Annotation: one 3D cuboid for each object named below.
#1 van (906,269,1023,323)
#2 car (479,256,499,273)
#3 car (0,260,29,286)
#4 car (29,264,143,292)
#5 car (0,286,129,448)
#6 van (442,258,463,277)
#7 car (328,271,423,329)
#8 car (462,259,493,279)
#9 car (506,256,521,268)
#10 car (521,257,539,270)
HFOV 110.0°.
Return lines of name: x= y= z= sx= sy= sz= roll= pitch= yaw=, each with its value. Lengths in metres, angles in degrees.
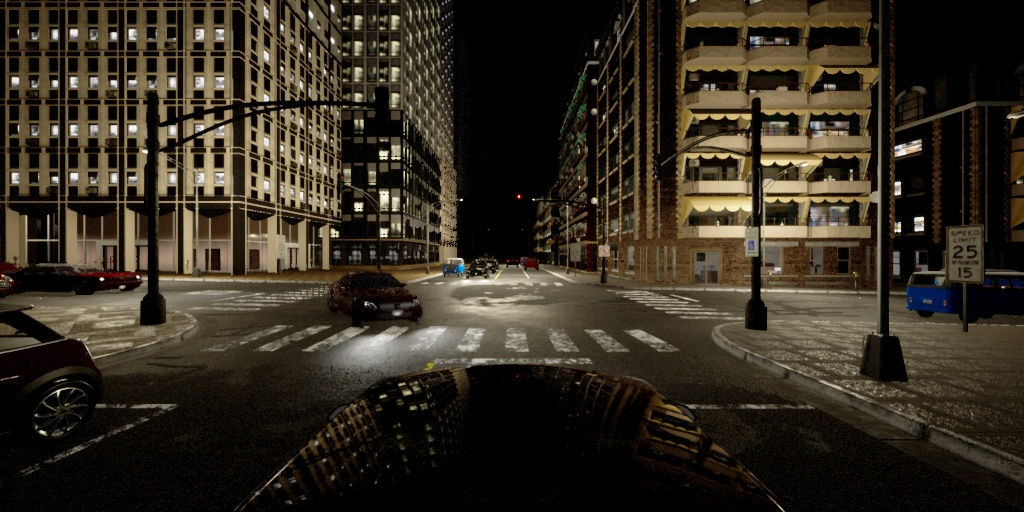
van: x=16.926 y=1.453 z=13.013 sx=3.998 sy=1.789 sz=1.690 roll=0 pitch=0 yaw=0
car: x=-3.044 y=0.981 z=42.878 sx=2.150 sy=2.045 sz=5.566 roll=0 pitch=0 yaw=1
car: x=-21.133 y=0.818 z=13.109 sx=4.097 sy=1.591 sz=1.967 roll=0 pitch=0 yaw=0
car: x=-19.279 y=1.011 z=15.700 sx=4.718 sy=1.301 sz=1.895 roll=1 pitch=0 yaw=0
car: x=-5.689 y=1.190 z=2.323 sx=1.967 sy=1.591 sz=4.097 roll=0 pitch=0 yaw=0
van: x=-5.650 y=1.097 z=34.797 sx=1.690 sy=1.789 sz=3.998 roll=0 pitch=0 yaw=0
car: x=-4.513 y=1.232 z=11.474 sx=1.812 sy=1.442 sz=4.674 roll=2 pitch=0 yaw=-39
car: x=-3.058 y=1.260 z=32.756 sx=1.837 sy=1.490 sz=4.892 roll=0 pitch=0 yaw=0
car: x=0.077 y=0.994 z=63.900 sx=2.150 sy=2.045 sz=5.566 roll=0 pitch=0 yaw=0
car: x=2.749 y=1.079 z=51.441 sx=2.192 sy=1.841 sz=5.009 roll=0 pitch=0 yaw=0
